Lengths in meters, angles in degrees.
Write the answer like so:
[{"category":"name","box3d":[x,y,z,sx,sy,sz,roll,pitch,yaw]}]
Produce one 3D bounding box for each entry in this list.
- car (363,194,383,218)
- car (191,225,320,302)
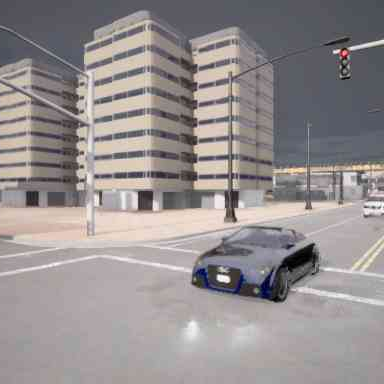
[{"category":"car","box3d":[16.620,1.237,29.360,2.150,2.045,5.566,0,0,35]},{"category":"car","box3d":[1.781,1.569,8.385,1.994,1.385,4.181,0,0,35]}]
